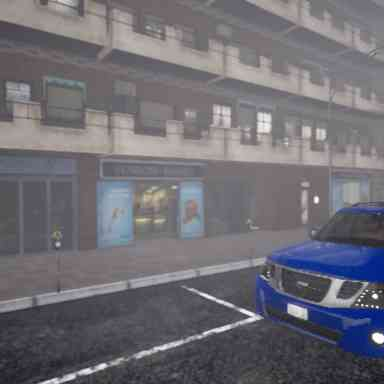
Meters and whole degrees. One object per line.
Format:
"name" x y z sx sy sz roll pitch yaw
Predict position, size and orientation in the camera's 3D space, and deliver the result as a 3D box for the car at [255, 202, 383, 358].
"car" 3.627 1.223 5.962 5.566 2.045 2.150 0 0 -36
